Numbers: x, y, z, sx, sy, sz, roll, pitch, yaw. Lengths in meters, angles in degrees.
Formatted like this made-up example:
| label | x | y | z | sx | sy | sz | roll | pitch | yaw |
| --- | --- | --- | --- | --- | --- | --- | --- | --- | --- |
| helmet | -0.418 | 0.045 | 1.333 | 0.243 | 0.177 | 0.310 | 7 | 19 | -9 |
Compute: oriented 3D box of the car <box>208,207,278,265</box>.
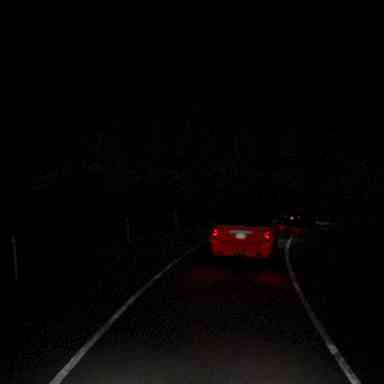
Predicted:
| label | x | y | z | sx | sy | sz | roll | pitch | yaw |
| --- | --- | --- | --- | --- | --- | --- | --- | --- | --- |
| car | 2.019 | 1.380 | 12.177 | 2.097 | 1.767 | 4.553 | 1 | 0 | 15 |

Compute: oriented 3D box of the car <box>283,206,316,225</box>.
| label | x | y | z | sx | sy | sz | roll | pitch | yaw |
| --- | --- | --- | --- | --- | --- | --- | --- | --- | --- |
| car | 9.054 | 1.922 | 27.947 | 1.812 | 1.442 | 4.674 | 2 | -1 | 32 |
